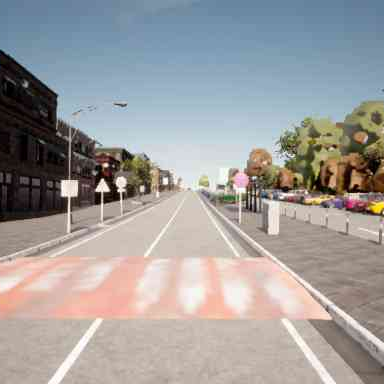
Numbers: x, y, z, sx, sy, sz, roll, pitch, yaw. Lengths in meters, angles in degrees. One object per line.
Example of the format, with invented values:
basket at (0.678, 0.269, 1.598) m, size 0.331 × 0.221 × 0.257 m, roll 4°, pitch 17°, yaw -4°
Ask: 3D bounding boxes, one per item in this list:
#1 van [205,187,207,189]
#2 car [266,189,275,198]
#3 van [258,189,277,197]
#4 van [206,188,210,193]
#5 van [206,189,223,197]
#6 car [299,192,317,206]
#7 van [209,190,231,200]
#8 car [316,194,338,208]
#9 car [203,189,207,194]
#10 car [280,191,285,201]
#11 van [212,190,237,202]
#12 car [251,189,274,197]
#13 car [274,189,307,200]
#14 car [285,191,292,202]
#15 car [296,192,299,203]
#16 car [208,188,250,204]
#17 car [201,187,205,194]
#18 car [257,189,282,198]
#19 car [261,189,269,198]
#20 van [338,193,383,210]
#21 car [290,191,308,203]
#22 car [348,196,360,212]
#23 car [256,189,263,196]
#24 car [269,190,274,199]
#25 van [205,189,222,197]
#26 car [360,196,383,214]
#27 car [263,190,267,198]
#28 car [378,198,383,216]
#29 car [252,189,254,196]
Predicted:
van at (5.813, 0.368, 80.225) m, size 4.442 × 1.987 × 1.878 m, roll 0°, pitch 1°, yaw 0°
car at (18.975, 0.795, 69.733) m, size 5.366 × 1.575 × 1.946 m, roll 0°, pitch 1°, yaw 0°
van at (18.888, 0.292, 83.608) m, size 4.442 × 1.987 × 1.878 m, roll 0°, pitch 1°, yaw 0°
van at (5.599, 0.630, 66.205) m, size 4.442 × 1.987 × 1.878 m, roll 0°, pitch 1°, yaw 0°
van at (5.806, 0.241, 85.829) m, size 4.442 × 1.987 × 1.878 m, roll 0°, pitch 1°, yaw 0°
car at (18.635, 1.134, 47.527) m, size 5.366 × 1.575 × 1.946 m, roll 0°, pitch 1°, yaw 0°
van at (5.829, 0.583, 69.007) m, size 4.442 × 1.987 × 1.878 m, roll 0°, pitch 1°, yaw 0°
car at (18.800, 1.249, 41.977) m, size 4.792 × 1.488 × 2.163 m, roll 0°, pitch 1°, yaw 0°
car at (5.707, 0.652, 77.423) m, size 4.892 × 1.521 × 2.231 m, roll 0°, pitch 1°, yaw 0°
car at (18.811, 0.971, 58.629) m, size 5.008 × 1.535 × 2.097 m, roll 0°, pitch 1°, yaw 0°
van at (5.840, 0.715, 60.596) m, size 4.442 × 1.987 × 1.878 m, roll 0°, pitch 1°, yaw 0°
car at (18.793, 0.140, 89.157) m, size 5.566 × 2.045 × 2.435 m, roll 0°, pitch 1°, yaw 0°
car at (18.773, 0.678, 61.400) m, size 5.566 × 2.045 × 2.435 m, roll 0°, pitch 1°, yaw 0°
car at (18.815, 1.012, 55.853) m, size 5.008 × 1.535 × 2.097 m, roll 0°, pitch 1°, yaw 0°
car at (18.846, 1.125, 50.303) m, size 4.792 × 1.488 × 2.163 m, roll 0°, pitch 1°, yaw 0°
car at (5.707, 0.815, 52.186) m, size 5.566 × 2.045 × 2.435 m, roll 0°, pitch 1°, yaw 0°
car at (5.665, 0.279, 83.024) m, size 5.566 × 2.045 × 2.435 m, roll 0°, pitch 1°, yaw 0°
car at (18.804, 0.330, 80.832) m, size 5.566 × 2.045 × 2.435 m, roll 0°, pitch 1°, yaw 0°
car at (18.812, 0.725, 75.287) m, size 4.792 × 1.488 × 2.163 m, roll 0°, pitch 1°, yaw 0°
van at (18.953, 1.077, 36.424) m, size 4.442 × 1.987 × 1.878 m, roll 0°, pitch 1°, yaw 0°
car at (18.820, 1.055, 53.077) m, size 4.892 × 1.521 × 2.231 m, roll 0°, pitch 1°, yaw 0°
car at (18.837, 1.385, 33.653) m, size 4.674 × 1.452 × 2.002 m, roll 0°, pitch 1°, yaw 0°
car at (18.751, 0.388, 78.056) m, size 5.566 × 2.045 × 2.435 m, roll 0°, pitch 1°, yaw 0°
car at (18.789, 0.844, 66.956) m, size 5.008 × 1.535 × 2.097 m, roll 0°, pitch 1°, yaw 0°
van at (5.802, 0.177, 88.631) m, size 4.442 × 1.987 × 1.878 m, roll 0°, pitch 1°, yaw 0°
car at (18.839, 1.386, 30.875) m, size 5.008 × 1.535 × 2.097 m, roll 0°, pitch 1°, yaw 0°
car at (18.757, 0.781, 72.505) m, size 4.792 × 1.488 × 2.163 m, roll 0°, pitch 1°, yaw 0°
car at (18.846, 1.469, 28.101) m, size 4.674 × 1.452 × 2.002 m, roll 0°, pitch 1°, yaw 0°
car at (18.954, 0.452, 86.387) m, size 5.366 × 1.575 × 1.946 m, roll 0°, pitch 1°, yaw 0°
